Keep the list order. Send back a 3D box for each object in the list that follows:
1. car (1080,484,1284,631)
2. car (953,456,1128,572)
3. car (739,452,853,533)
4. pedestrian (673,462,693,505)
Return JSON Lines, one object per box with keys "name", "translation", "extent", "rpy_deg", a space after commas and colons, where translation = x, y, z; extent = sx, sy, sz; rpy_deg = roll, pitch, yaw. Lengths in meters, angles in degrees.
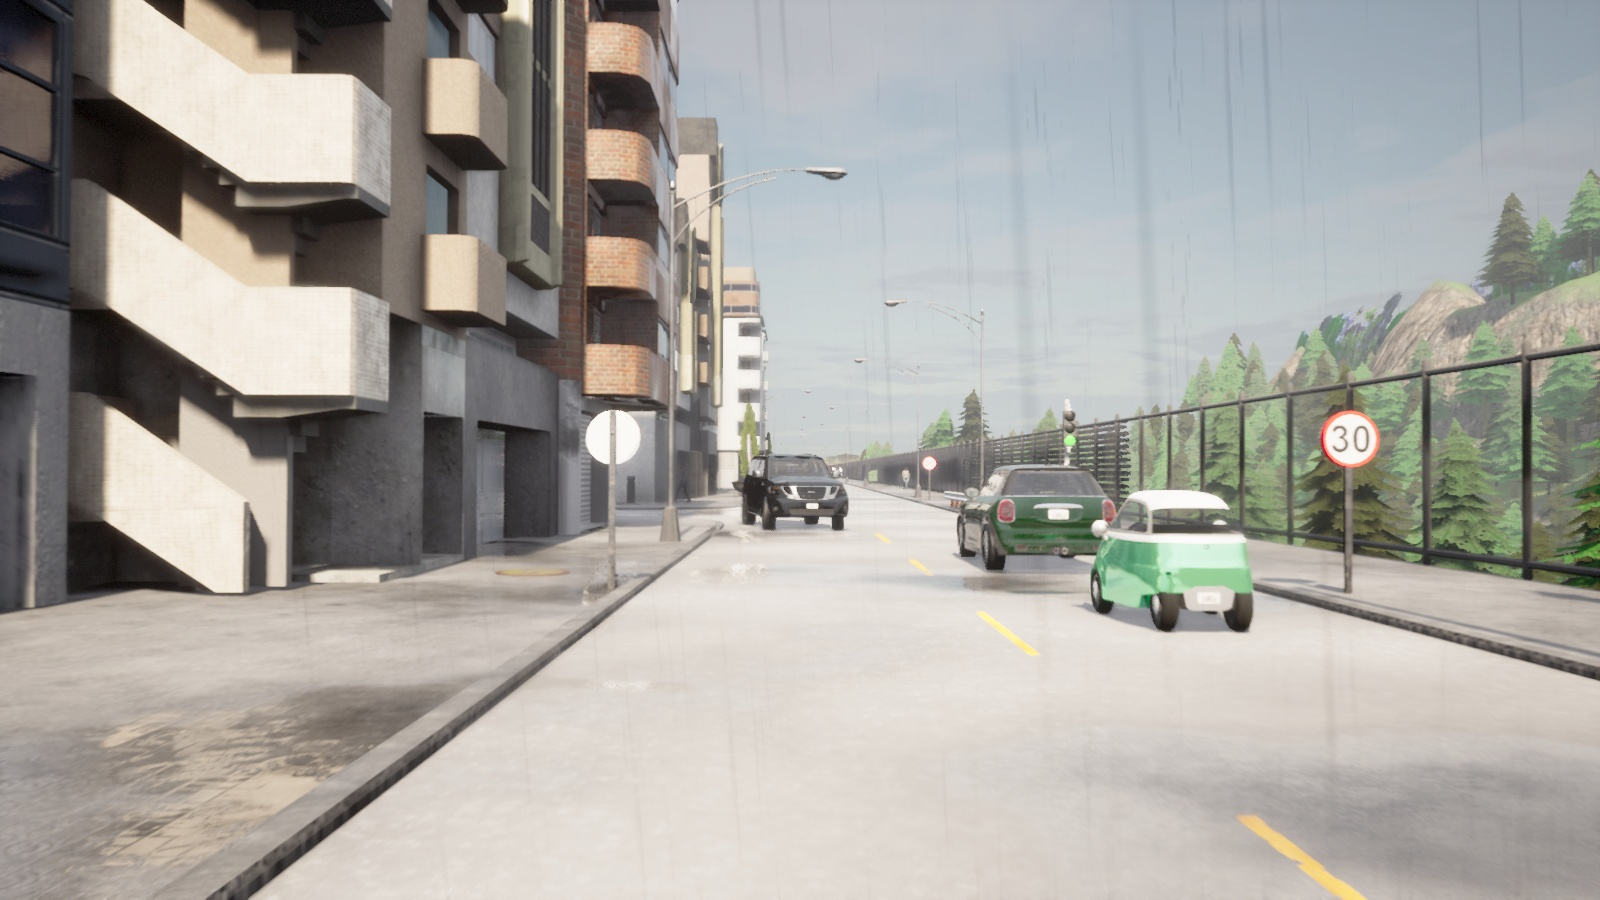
{"name": "car", "translation": [3.964, 1.076, 13.328], "extent": [1.481, 1.376, 2.207], "rpy_deg": [0, 0, 0]}
{"name": "car", "translation": [3.942, 1.015, 21.428], "extent": [2.097, 1.767, 4.553], "rpy_deg": [0, -1, 0]}
{"name": "car", "translation": [-0.227, 1.115, 34.695], "extent": [2.150, 2.045, 5.566], "rpy_deg": [0, -1, -11]}
{"name": "pedestrian", "translation": [-5.314, 1.502, 57.110], "extent": [0.788, 1.949, 0.423], "rpy_deg": [0, -1, -29]}
